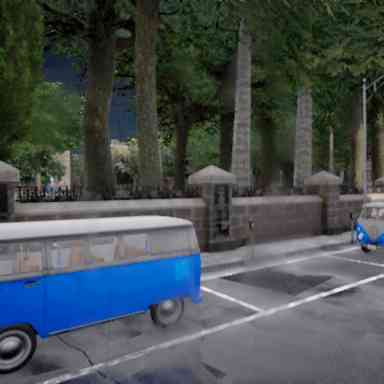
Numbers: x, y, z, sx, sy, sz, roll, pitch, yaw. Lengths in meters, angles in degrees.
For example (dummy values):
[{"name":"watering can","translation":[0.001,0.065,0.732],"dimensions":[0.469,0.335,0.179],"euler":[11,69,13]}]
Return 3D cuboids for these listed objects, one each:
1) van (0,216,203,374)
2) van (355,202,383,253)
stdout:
[{"name":"van","translation":[-1.730,1.328,5.303],"dimensions":[3.998,1.788,1.690],"euler":[-1,0,-36]},{"name":"van","translation":[7.472,1.232,11.888],"dimensions":[3.998,1.788,1.690],"euler":[-1,0,-36]}]
